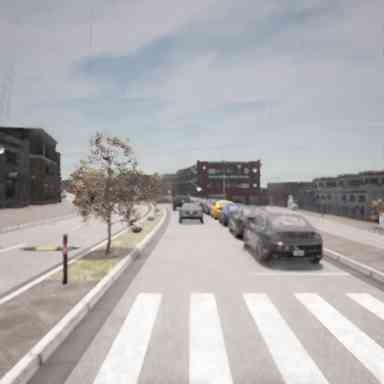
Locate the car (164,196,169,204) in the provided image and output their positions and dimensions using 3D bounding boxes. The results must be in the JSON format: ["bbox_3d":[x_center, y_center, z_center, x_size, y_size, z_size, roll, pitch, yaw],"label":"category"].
[{"bbox_3d":[-4.564,2.077,77.854,2.002,1.452,4.674,0,-1,-13],"label":"car"}]

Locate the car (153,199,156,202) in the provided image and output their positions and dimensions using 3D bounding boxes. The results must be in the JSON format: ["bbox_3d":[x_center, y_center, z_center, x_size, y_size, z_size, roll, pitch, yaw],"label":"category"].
[{"bbox_3d":[-8.950,2.594,93.925,2.163,1.488,4.792,0,-2,-16],"label":"car"}]

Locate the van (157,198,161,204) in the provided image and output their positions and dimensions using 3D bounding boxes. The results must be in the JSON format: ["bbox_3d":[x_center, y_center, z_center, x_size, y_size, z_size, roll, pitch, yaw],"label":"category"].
[{"bbox_3d":[-7.406,2.149,88.700,1.878,1.987,4.442,0,-2,-15],"label":"van"}]

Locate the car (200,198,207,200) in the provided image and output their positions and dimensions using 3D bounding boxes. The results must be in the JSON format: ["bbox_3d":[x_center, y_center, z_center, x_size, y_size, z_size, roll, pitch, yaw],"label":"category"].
[{"bbox_3d":[2.372,1.395,33.952,2.185,1.767,4.553,0,0,-3],"label":"car"}]

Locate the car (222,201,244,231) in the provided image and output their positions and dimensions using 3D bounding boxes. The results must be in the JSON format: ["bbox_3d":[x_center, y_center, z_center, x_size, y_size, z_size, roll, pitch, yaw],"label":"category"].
[{"bbox_3d":[3.026,1.455,17.347,2.231,1.521,4.892,0,0,0],"label":"car"}]

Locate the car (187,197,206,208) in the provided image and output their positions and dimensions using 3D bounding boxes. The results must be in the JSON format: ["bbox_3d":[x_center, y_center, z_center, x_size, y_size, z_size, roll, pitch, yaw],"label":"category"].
[{"bbox_3d":[0.643,1.594,50.529,2.231,1.521,4.892,0,0,-7],"label":"car"}]

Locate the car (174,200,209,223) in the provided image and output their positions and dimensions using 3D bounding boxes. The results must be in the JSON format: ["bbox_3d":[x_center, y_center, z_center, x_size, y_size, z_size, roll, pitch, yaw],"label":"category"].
[{"bbox_3d":[-0.134,1.554,25.841,2.033,1.411,5.357,0,0,-2],"label":"car"}]

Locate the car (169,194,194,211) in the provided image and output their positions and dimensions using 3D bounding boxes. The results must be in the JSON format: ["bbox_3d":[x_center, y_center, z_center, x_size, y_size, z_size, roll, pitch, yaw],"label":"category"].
[{"bbox_3d":[-1.415,1.302,42.869,2.150,2.045,5.566,0,0,-6],"label":"car"}]

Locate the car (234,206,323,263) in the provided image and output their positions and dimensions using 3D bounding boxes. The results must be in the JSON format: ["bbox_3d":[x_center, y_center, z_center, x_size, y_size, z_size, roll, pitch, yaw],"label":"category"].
[{"bbox_3d":[3.021,1.455,11.827,2.231,1.521,4.892,0,0,0],"label":"car"}]

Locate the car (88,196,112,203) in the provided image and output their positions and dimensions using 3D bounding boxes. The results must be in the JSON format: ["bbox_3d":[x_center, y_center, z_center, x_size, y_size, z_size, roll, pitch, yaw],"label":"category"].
[{"bbox_3d":[-21.900,1.937,79.208,5.566,2.045,2.435,0,-2,-15],"label":"car"}]

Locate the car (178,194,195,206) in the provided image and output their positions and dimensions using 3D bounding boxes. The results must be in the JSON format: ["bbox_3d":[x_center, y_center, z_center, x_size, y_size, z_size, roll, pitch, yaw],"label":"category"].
[{"bbox_3d":[-1.110,1.454,61.639,2.435,2.045,5.566,0,-1,-10],"label":"car"}]

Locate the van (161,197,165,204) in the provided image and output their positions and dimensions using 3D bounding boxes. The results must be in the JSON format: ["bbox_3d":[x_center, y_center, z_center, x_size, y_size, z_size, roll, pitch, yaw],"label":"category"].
[{"bbox_3d":[-5.934,1.971,83.363,1.878,1.987,4.442,0,-2,-14],"label":"van"}]

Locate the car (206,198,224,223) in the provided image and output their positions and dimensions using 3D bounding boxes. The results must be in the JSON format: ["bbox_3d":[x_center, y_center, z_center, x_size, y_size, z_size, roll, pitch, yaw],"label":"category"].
[{"bbox_3d":[2.707,1.497,28.438,2.097,1.535,5.008,0,0,-2],"label":"car"}]

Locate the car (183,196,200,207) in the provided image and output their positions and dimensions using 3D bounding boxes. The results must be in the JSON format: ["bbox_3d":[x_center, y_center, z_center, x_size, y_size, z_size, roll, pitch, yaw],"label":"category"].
[{"bbox_3d":[-0.185,1.513,56.105,2.185,1.767,4.553,0,0,-9],"label":"car"}]

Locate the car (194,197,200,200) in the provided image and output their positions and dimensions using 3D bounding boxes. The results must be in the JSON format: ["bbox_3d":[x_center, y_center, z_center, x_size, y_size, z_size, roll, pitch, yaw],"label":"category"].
[{"bbox_3d":[1.319,1.608,45.150,2.002,1.452,4.674,0,0,-6],"label":"car"}]
